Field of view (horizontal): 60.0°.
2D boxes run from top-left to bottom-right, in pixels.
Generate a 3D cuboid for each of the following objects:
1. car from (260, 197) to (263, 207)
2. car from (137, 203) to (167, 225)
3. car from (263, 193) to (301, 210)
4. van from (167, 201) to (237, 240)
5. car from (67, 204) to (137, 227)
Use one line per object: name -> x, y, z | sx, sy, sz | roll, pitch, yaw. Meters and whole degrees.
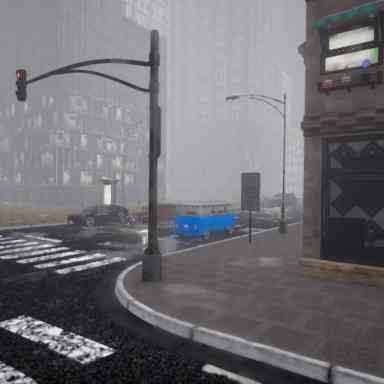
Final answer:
car -> 9.989, 1.293, 44.443 | 1.967, 1.590, 4.097 | 1, 1, 35
car -> -2.307, 1.460, 22.665 | 1.812, 1.442, 4.674 | 1, 1, 35
car -> 11.458, 1.117, 41.979 | 2.150, 2.045, 5.566 | 1, 0, 36
van -> 0.801, 1.368, 17.037 | 1.690, 1.788, 3.998 | 1, 1, 35
car -> -6.033, 1.466, 21.893 | 1.947, 1.339, 4.313 | 1, 1, 35
